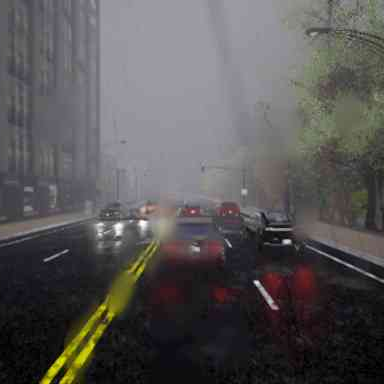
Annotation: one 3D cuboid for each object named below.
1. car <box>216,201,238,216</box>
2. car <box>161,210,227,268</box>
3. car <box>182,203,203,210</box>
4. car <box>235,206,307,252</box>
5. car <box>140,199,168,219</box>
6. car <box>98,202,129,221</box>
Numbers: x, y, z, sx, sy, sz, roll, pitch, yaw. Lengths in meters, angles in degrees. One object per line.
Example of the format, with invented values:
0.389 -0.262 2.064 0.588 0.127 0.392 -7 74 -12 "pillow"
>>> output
3.341 1.578 31.344 1.882 1.535 5.008 0 0 0 "car"
0.084 1.584 11.343 2.033 1.411 5.357 0 0 0 "car"
0.089 1.661 30.489 1.994 1.385 4.181 0 0 0 "car"
3.339 1.538 14.116 2.128 1.511 4.902 0 0 0 "car"
-3.349 1.447 29.787 2.097 1.767 4.553 0 0 0 "car"
-6.601 1.598 28.434 1.837 1.490 4.892 0 -1 0 "car"
